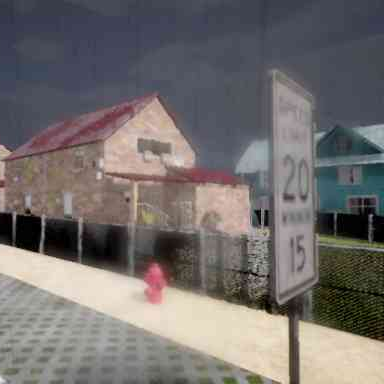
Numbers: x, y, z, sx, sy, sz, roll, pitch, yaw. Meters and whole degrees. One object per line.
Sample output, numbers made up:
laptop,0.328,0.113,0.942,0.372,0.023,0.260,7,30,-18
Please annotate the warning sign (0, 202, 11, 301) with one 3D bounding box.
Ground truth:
warning sign,-4.349,1.148,6.295,1.060,1.860,1.300,-2,-1,40
